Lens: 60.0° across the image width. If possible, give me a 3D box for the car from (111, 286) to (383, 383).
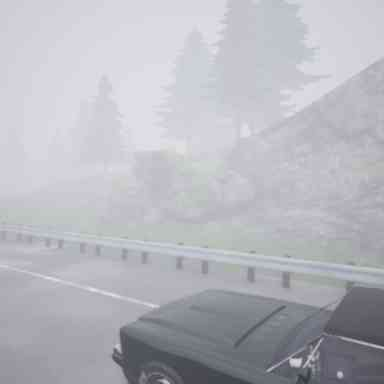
[{"bbox_3d":[1.483,1.601,2.933,4.718,1.301,1.895,0,0,36],"label":"car"}]
